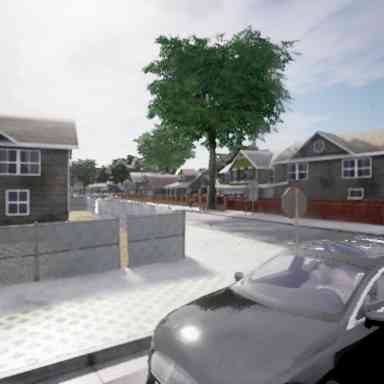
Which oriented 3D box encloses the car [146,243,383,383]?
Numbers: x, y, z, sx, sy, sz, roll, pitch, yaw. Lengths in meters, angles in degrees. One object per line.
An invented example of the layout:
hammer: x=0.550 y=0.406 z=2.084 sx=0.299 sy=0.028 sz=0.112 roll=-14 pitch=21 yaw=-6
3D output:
car: x=1.783 y=1.476 z=4.191 sx=4.902 sy=1.511 sz=2.128 roll=0 pitch=0 yaw=-35

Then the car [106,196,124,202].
car: x=-11.922 y=1.404 z=52.688 sx=1.837 sy=1.490 sz=4.892 roll=0 pitch=0 yaw=-23

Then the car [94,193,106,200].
car: x=-23.514 y=1.125 z=86.525 sx=2.097 sy=1.767 sz=4.553 roll=0 pitch=0 yaw=-23
